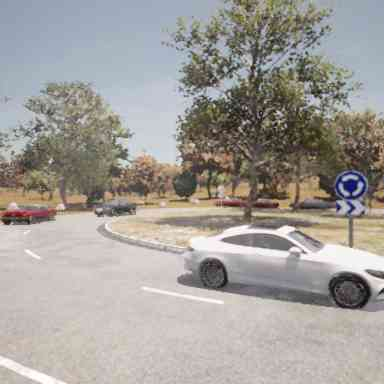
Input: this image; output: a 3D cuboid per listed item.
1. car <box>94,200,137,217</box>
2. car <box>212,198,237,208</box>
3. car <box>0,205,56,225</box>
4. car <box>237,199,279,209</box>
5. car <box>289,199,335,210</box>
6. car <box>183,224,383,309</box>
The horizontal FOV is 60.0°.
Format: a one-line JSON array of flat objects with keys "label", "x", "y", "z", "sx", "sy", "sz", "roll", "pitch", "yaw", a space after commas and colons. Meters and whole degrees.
[{"label": "car", "x": -7.101, "y": 1.484, "z": 31.146, "sx": 2.128, "sy": 1.511, "sz": 4.902, "roll": 0, "pitch": 0, "yaw": 25}, {"label": "car", "x": 5.127, "y": 1.510, "z": 45.051, "sx": 4.718, "sy": 1.301, "sz": 1.895, "roll": 0, "pitch": 0, "yaw": -9}, {"label": "car", "x": -11.710, "y": 1.597, "z": 24.100, "sx": 1.895, "sy": 1.301, "sz": 4.718, "roll": 0, "pitch": 0, "yaw": 1}, {"label": "car", "x": 8.510, "y": 1.536, "z": 42.322, "sx": 4.718, "sy": 1.301, "sz": 1.895, "roll": 1, "pitch": 0, "yaw": 0}, {"label": "car", "x": 14.928, "y": 1.548, "z": 41.606, "sx": 5.357, "sy": 1.411, "sz": 2.033, "roll": 1, "pitch": 0, "yaw": 17}, {"label": "car", "x": 2.020, "y": 1.523, "z": 7.827, "sx": 4.674, "sy": 1.442, "sz": 1.812, "roll": 0, "pitch": 0, "yaw": 27}]
